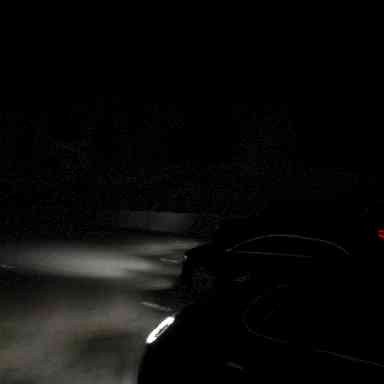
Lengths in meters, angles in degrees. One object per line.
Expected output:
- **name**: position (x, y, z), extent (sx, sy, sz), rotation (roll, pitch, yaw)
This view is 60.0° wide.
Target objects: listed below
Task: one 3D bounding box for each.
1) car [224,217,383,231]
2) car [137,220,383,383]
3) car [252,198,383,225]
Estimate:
- **car**: position (1.961, 1.489, 6.894), extent (4.902, 1.511, 2.128), rotation (0, 0, 36)
- **car**: position (1.672, 1.353, 2.799), extent (4.553, 1.767, 2.097), rotation (0, 0, 36)
- **car**: position (3.277, 1.218, 10.254), extent (5.566, 2.045, 2.150), rotation (0, 0, 36)
